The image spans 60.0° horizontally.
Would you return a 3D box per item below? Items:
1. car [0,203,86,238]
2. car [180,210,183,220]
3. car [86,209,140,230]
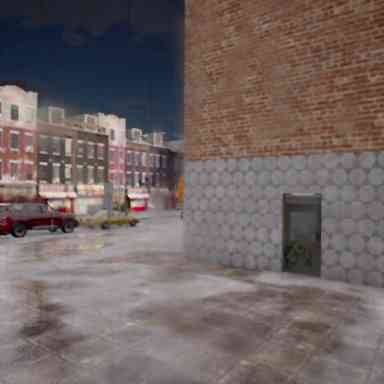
[{"bbox_3d":[-9.168,1.571,19.443,2.192,1.841,5.009,-1,-1,36],"label":"car"},{"bbox_3d":[0.546,2.128,32.940,1.947,1.339,4.313,-1,-1,36],"label":"car"},{"bbox_3d":[-5.831,1.887,24.078,1.752,1.417,4.829,-1,-1,36],"label":"car"}]
